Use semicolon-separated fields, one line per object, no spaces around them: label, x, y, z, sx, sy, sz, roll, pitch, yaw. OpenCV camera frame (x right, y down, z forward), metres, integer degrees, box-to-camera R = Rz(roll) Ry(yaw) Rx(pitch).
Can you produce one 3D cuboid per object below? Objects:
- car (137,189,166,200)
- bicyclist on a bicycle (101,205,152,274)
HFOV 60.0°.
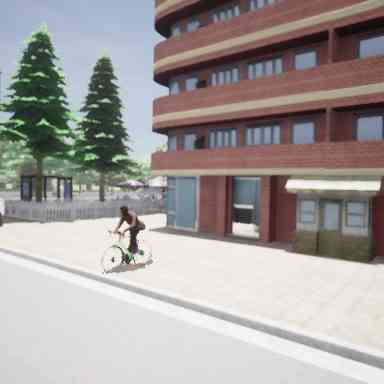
car;-5.671;0.591;49.507;4.181;1.385;1.994;1;1;-44
bicyclist on a bicycle;-1.574;1.135;8.281;0.582;1.620;1.656;2;1;37
